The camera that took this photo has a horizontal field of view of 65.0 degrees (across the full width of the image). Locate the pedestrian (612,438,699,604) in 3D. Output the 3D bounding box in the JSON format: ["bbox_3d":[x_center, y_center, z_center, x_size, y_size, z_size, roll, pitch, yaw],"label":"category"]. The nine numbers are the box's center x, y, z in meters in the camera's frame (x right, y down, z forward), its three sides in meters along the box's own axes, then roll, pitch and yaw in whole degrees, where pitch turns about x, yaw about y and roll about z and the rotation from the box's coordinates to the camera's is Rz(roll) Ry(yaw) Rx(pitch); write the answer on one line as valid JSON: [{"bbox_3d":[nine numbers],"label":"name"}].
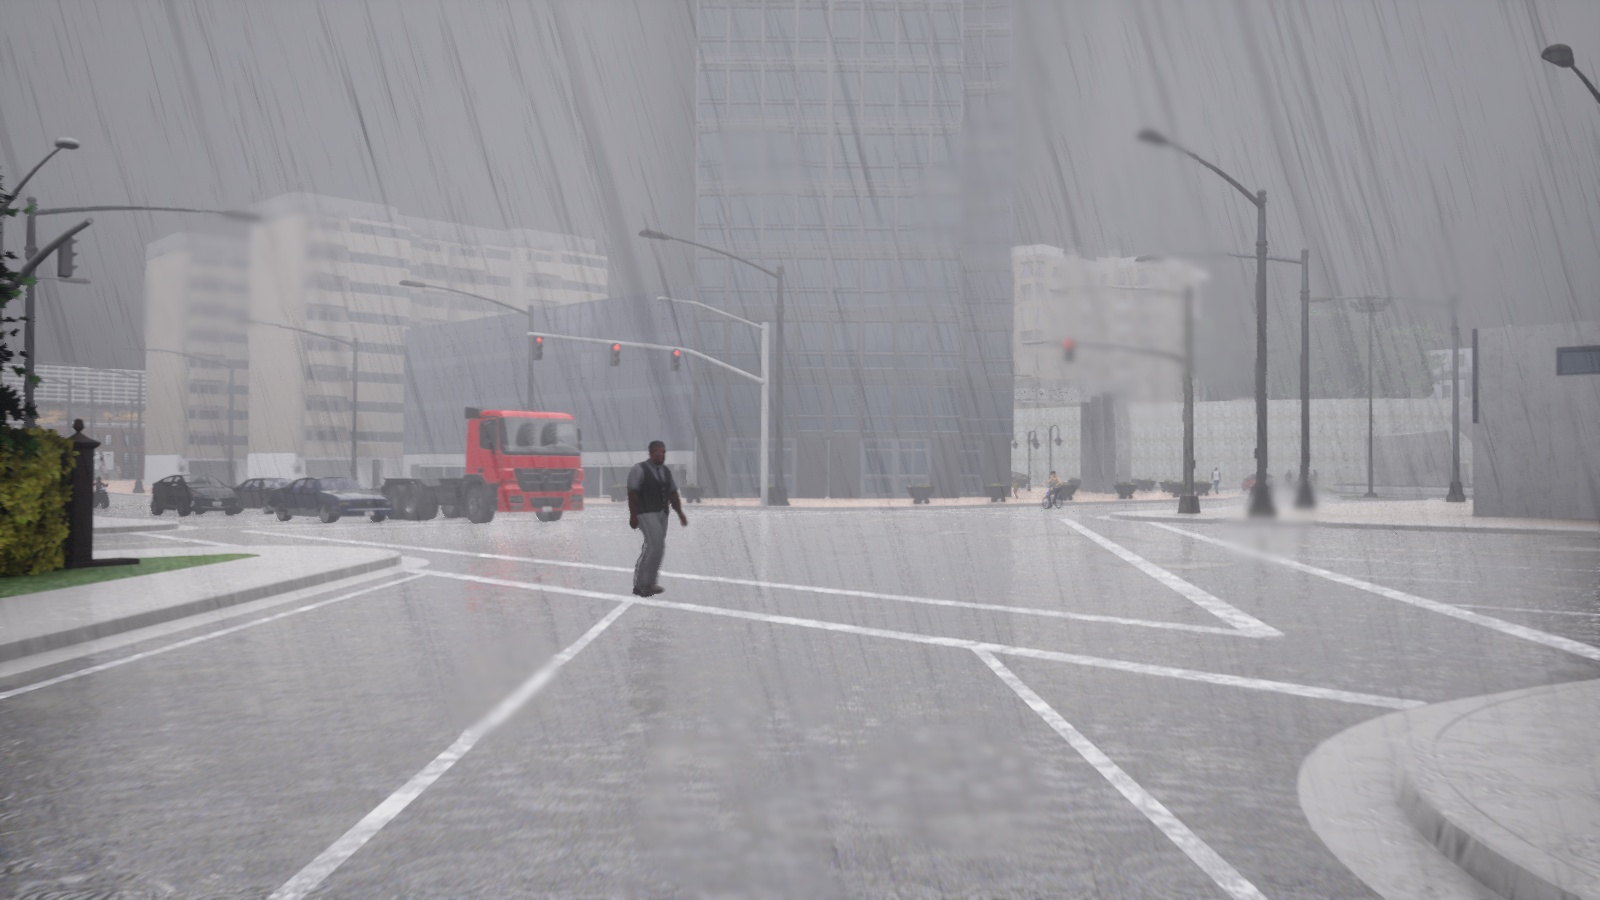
[{"bbox_3d":[-1.695,0.815,14.702,0.849,1.883,0.563,-1,-1,37],"label":"pedestrian"}]

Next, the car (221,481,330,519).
[{"bbox_3d":[-20.850,1.962,49.807,5.357,1.411,2.033,-2,-2,44],"label":"car"}]

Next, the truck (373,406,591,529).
[{"bbox_3d":[-10.096,0.573,39.307,7.936,3.462,2.891,-1,-2,44],"label":"truck"}]

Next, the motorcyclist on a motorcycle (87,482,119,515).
[{"bbox_3d":[-35.741,2.465,64.364,2.350,1.649,0.766,-2,-2,44],"label":"motorcyclist on a motorcycle"}]

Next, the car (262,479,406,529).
[{"bbox_3d":[-14.392,1.621,38.599,5.357,1.411,2.033,-2,-2,44],"label":"car"}]

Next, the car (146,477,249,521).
[{"bbox_3d":[-22.248,1.789,46.280,4.514,1.525,2.007,-2,-2,44],"label":"car"}]
